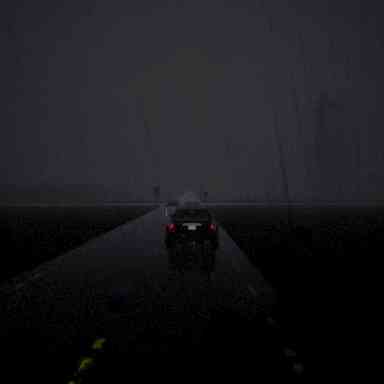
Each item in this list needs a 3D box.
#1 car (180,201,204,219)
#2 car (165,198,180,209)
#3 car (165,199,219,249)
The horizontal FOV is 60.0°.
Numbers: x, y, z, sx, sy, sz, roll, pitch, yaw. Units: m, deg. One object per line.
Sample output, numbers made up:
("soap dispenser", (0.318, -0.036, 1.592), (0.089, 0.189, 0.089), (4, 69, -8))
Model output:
("car", (0.000, 1.550, 29.654), (1.994, 1.385, 4.181), (0, 0, 0))
("car", (-2.750, 1.611, 47.625), (1.895, 1.301, 4.718), (0, 0, 0))
("car", (0.000, 1.357, 14.623), (2.097, 1.767, 4.553), (0, 0, 0))
